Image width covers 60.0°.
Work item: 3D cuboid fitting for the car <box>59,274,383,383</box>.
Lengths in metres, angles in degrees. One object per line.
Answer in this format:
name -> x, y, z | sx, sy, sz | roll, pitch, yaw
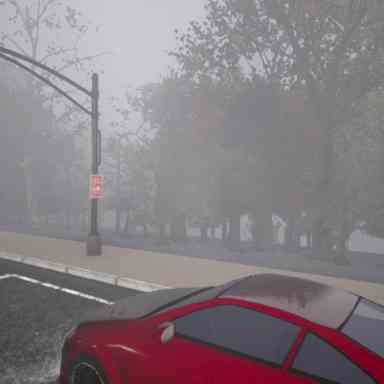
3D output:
car -> 0.593, 1.563, 3.262 | 4.181, 1.385, 1.994 | 0, 0, 35
